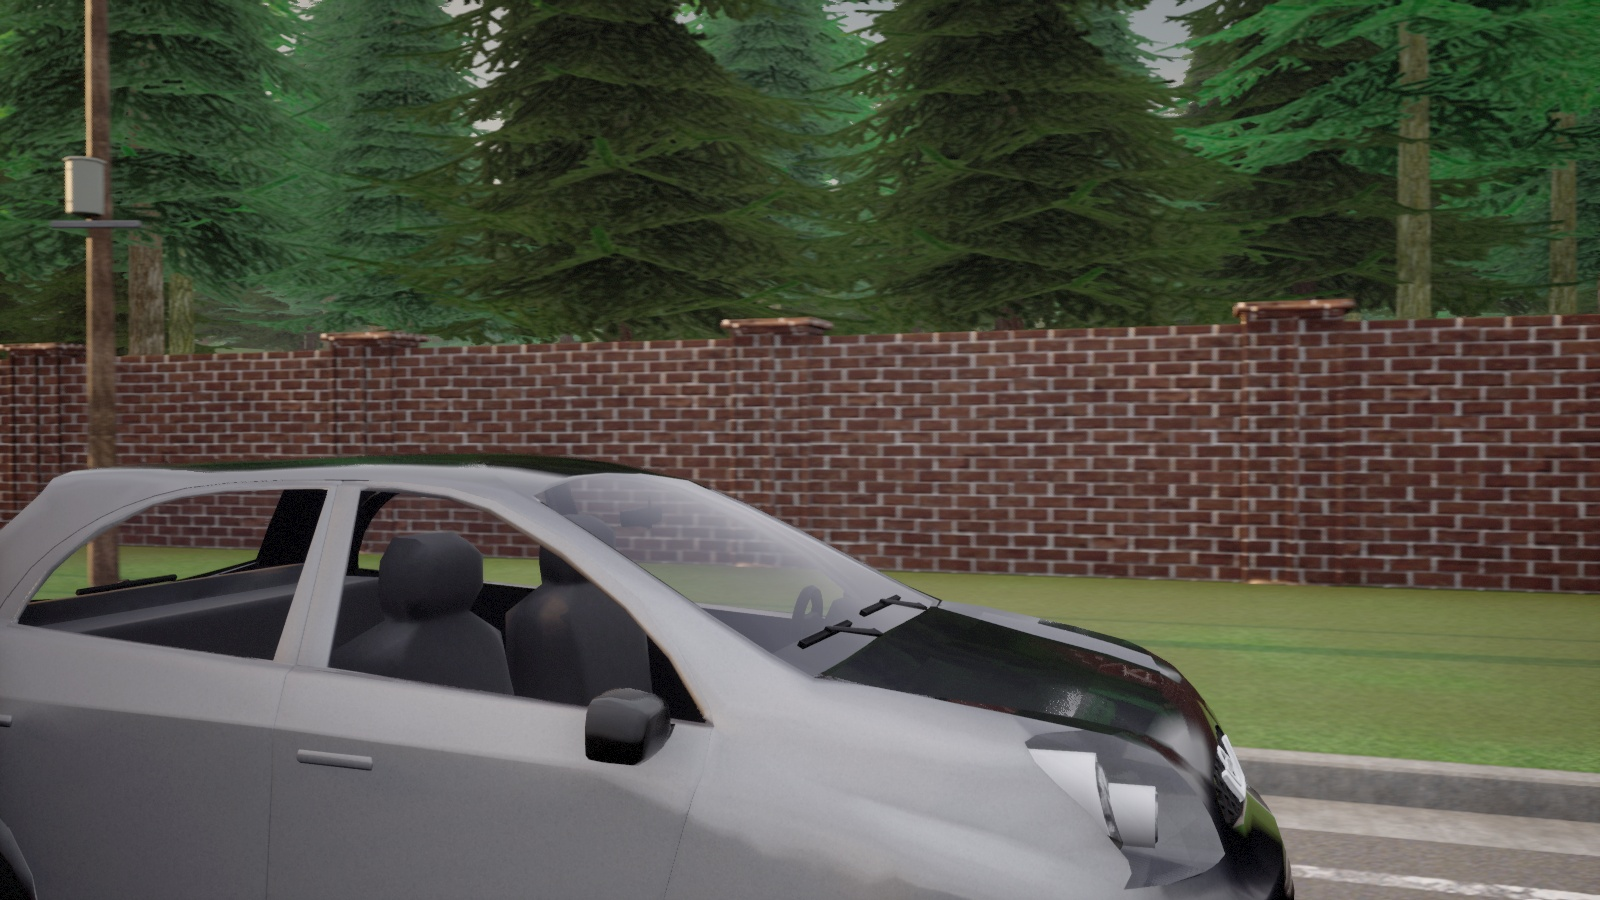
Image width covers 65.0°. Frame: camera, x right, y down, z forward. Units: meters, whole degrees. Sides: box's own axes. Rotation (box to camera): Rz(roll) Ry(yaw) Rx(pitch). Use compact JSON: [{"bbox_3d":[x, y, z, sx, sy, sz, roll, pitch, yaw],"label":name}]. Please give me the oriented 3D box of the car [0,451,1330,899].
[{"bbox_3d":[-0.614,0.784,3.400,3.633,1.501,1.845,1,1,19],"label":"car"}]
